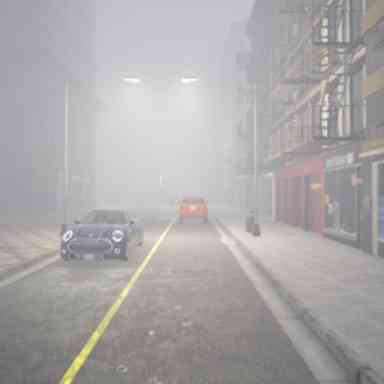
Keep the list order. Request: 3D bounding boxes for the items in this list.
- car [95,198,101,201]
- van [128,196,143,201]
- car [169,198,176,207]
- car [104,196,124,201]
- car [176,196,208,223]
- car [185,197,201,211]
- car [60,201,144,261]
[{"bbox_3d":[-26.006,2.122,86.799,4.313,1.339,1.947,0,-1,-1],"label":"car"},{"bbox_3d":[-14.726,1.903,86.973,3.998,1.788,1.690,0,-1,-1],"label":"van"},{"bbox_3d":[-3.001,1.820,58.773,1.837,1.490,4.892,0,-1,0],"label":"car"},{"bbox_3d":[-20.366,1.875,86.887,5.009,1.841,2.192,0,-1,-1],"label":"car"},{"bbox_3d":[0.101,1.291,26.367,2.150,2.045,5.566,0,0,0],"label":"car"},{"bbox_3d":[0.095,1.543,45.371,2.097,1.767,4.553,0,-1,0],"label":"car"},{"bbox_3d":[-3.100,1.368,12.287,2.097,1.767,4.553,0,0,0],"label":"car"}]
